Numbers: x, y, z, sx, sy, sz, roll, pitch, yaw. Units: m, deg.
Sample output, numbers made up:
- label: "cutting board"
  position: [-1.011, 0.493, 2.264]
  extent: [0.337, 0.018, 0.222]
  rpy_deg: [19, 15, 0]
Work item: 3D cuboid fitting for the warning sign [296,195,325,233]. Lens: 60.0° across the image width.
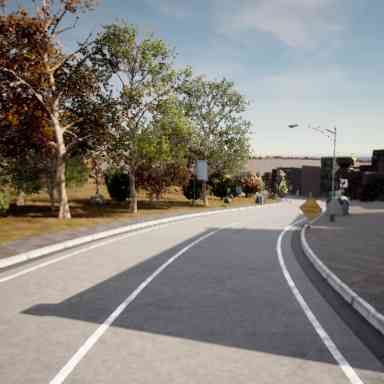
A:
- label: "warning sign"
  position: [6.799, 1.240, 19.091]
  extent: [1.300, 1.860, 1.060]
  rpy_deg: [8, 8, 20]
